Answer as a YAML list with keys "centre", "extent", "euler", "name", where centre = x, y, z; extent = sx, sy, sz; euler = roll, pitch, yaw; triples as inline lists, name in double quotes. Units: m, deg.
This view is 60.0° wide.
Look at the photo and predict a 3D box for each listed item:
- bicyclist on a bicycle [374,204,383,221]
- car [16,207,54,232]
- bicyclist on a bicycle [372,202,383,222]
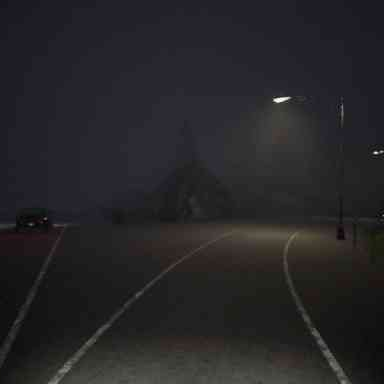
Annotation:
- centre: [17.464, 1.926, 30.295]
  extent: [0.582, 1.620, 1.656]
  euler: [-4, 10, -44]
  name: "bicyclist on a bicycle"
- centre: [-9.801, 1.658, 20.955]
  extent: [1.812, 1.442, 4.674]
  euler: [1, -1, -18]
  name: "car"
- centre: [17.684, 1.908, 30.525]
  extent: [0.582, 1.620, 1.656]
  euler: [6, 5, -45]
  name: "bicyclist on a bicycle"
